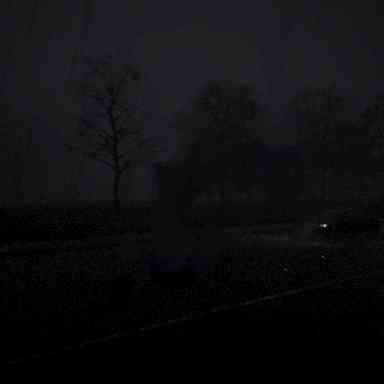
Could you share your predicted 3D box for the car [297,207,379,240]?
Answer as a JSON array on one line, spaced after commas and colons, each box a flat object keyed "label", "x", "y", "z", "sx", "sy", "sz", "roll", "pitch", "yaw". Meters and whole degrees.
[{"label": "car", "x": 7.399, "y": 1.487, "z": 16.640, "sx": 4.674, "sy": 1.442, "sz": 1.812, "roll": 0, "pitch": 0, "yaw": -29}]
